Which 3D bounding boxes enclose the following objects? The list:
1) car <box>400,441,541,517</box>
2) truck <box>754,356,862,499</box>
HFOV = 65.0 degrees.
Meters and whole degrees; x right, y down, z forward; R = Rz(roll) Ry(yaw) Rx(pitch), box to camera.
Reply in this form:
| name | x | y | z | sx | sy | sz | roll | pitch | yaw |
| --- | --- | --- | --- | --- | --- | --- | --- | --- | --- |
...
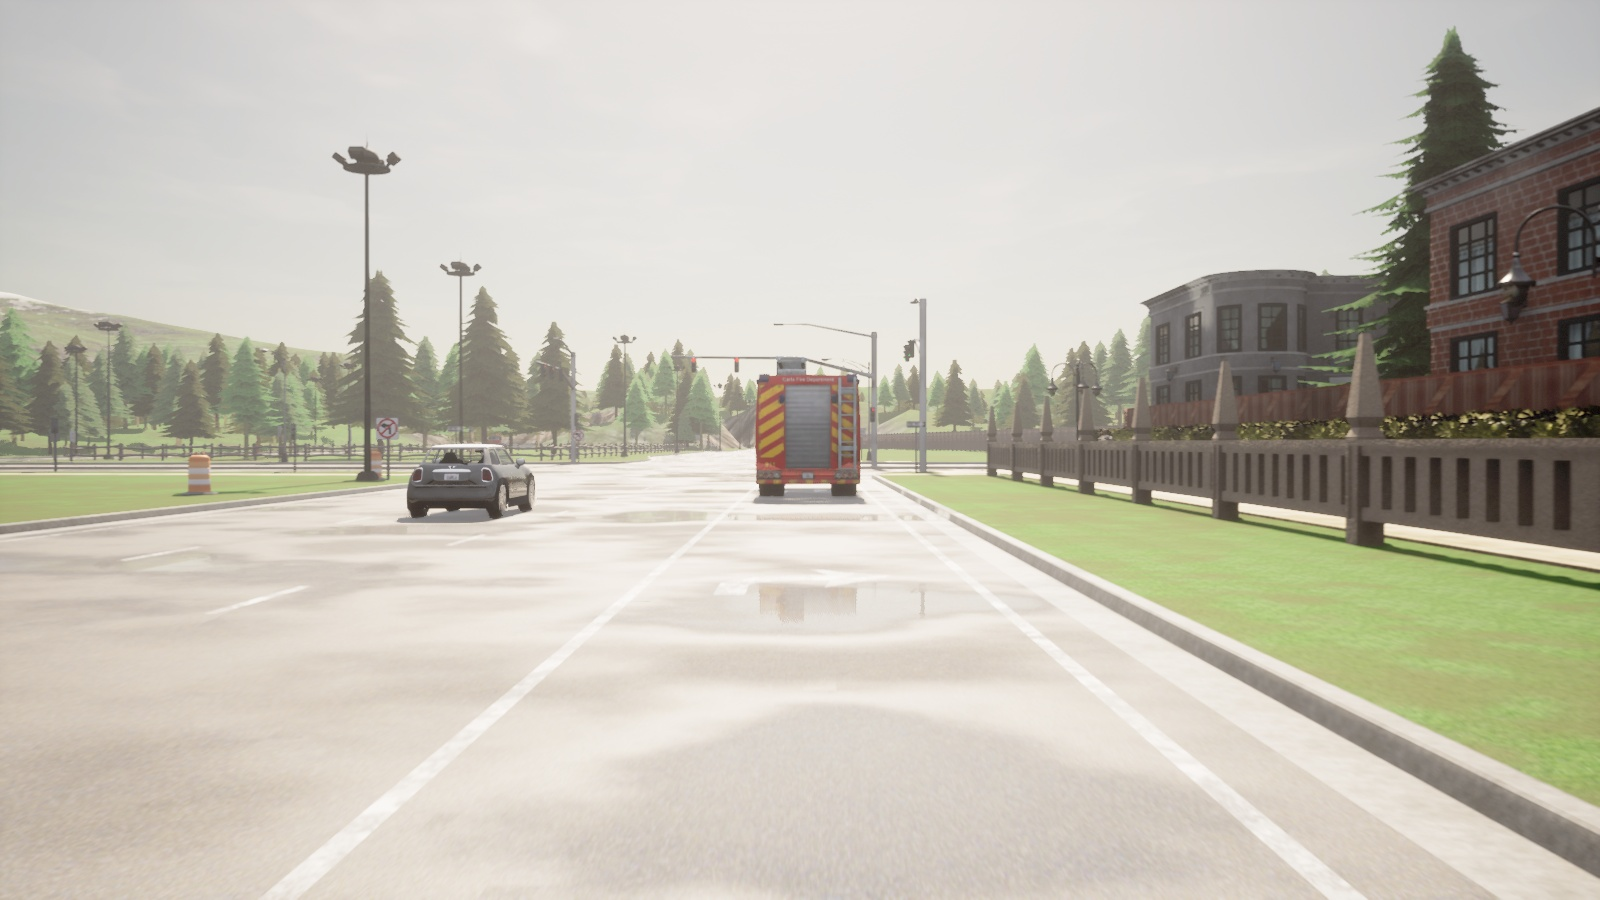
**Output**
| name | x | y | z | sx | sy | sz | roll | pitch | yaw |
| --- | --- | --- | --- | --- | --- | --- | --- | --- | --- |
| car | -6.834 | 0.557 | 26.455 | 1.970 | 1.475 | 3.806 | 0 | 0 | 0 |
| truck | 0.231 | -0.631 | 37.816 | 2.891 | 3.827 | 8.468 | 0 | 0 | 0 |
